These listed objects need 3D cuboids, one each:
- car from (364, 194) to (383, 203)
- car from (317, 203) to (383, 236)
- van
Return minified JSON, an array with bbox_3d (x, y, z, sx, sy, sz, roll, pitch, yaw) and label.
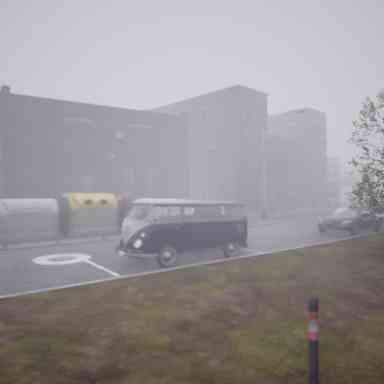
[{"bbox_3d":[12.769,1.147,21.430,5.566,2.045,2.435,1,0,-44],"label":"car"},{"bbox_3d":[8.564,1.449,17.790,4.674,1.452,2.002,1,0,-40],"label":"car"},{"bbox_3d":[-0.232,1.196,10.769,4.442,1.987,1.878,1,0,-38],"label":"van"}]
